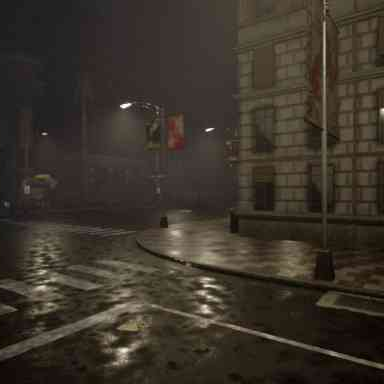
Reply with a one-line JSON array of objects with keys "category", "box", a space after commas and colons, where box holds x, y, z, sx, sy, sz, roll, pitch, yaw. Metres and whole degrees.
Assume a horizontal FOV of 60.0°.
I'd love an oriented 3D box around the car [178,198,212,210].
[{"category": "car", "box": [0.528, 1.547, 43.292, 2.033, 1.411, 5.357, 0, 0, 37]}]
